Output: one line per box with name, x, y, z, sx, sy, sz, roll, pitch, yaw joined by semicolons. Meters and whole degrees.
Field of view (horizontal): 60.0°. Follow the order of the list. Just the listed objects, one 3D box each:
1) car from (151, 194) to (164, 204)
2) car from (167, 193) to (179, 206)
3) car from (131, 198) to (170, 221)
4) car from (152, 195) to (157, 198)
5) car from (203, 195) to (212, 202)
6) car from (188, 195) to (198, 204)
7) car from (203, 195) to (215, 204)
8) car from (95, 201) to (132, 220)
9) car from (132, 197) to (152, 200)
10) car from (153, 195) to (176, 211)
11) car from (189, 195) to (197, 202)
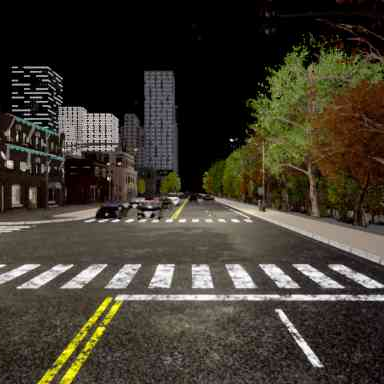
car;-6.437;1.328;62.577;2.097;1.767;4.553;0;0;1
car;-3.227;1.199;54.260;2.150;2.045;5.566;0;0;1
car;-3.297;1.484;27.298;2.128;1.511;4.902;0;0;0
car;-6.485;1.507;51.447;1.812;1.442;4.674;0;0;0
car;3.385;1.448;74.274;1.882;1.535;5.008;0;0;0
car;0.220;1.480;65.272;1.837;1.490;4.892;0;0;0
car;3.468;1.467;64.005;2.128;1.511;4.902;0;0;0
car;-6.547;1.556;27.522;1.994;1.385;4.181;0;0;0
car;-6.519;1.479;40.408;2.128;1.511;4.902;0;0;0
car;-3.272;1.490;40.228;1.837;1.490;4.892;0;0;0
car;0.150;1.493;75.609;1.812;1.442;4.674;0;0;0
